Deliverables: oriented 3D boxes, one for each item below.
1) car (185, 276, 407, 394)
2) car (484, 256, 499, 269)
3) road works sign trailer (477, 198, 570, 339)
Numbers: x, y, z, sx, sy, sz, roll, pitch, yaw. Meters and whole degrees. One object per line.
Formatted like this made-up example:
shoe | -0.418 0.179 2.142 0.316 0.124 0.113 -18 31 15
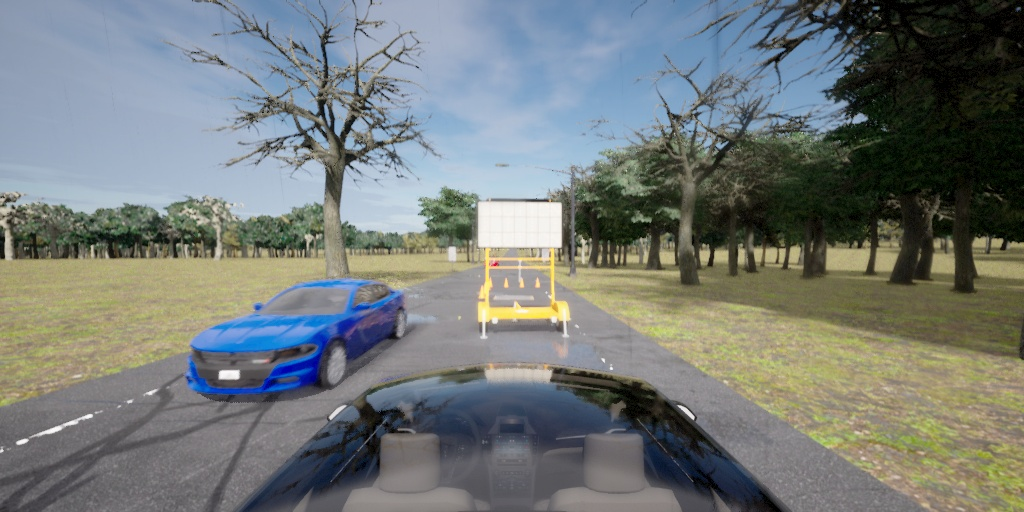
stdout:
car | -3.565 1.215 7.033 1.882 1.535 5.008 0 0 0
car | -3.269 0.950 57.682 2.150 2.045 5.566 0 0 1
road works sign trailer | 0.211 0.197 10.115 2.380 3.560 2.880 0 0 -5
